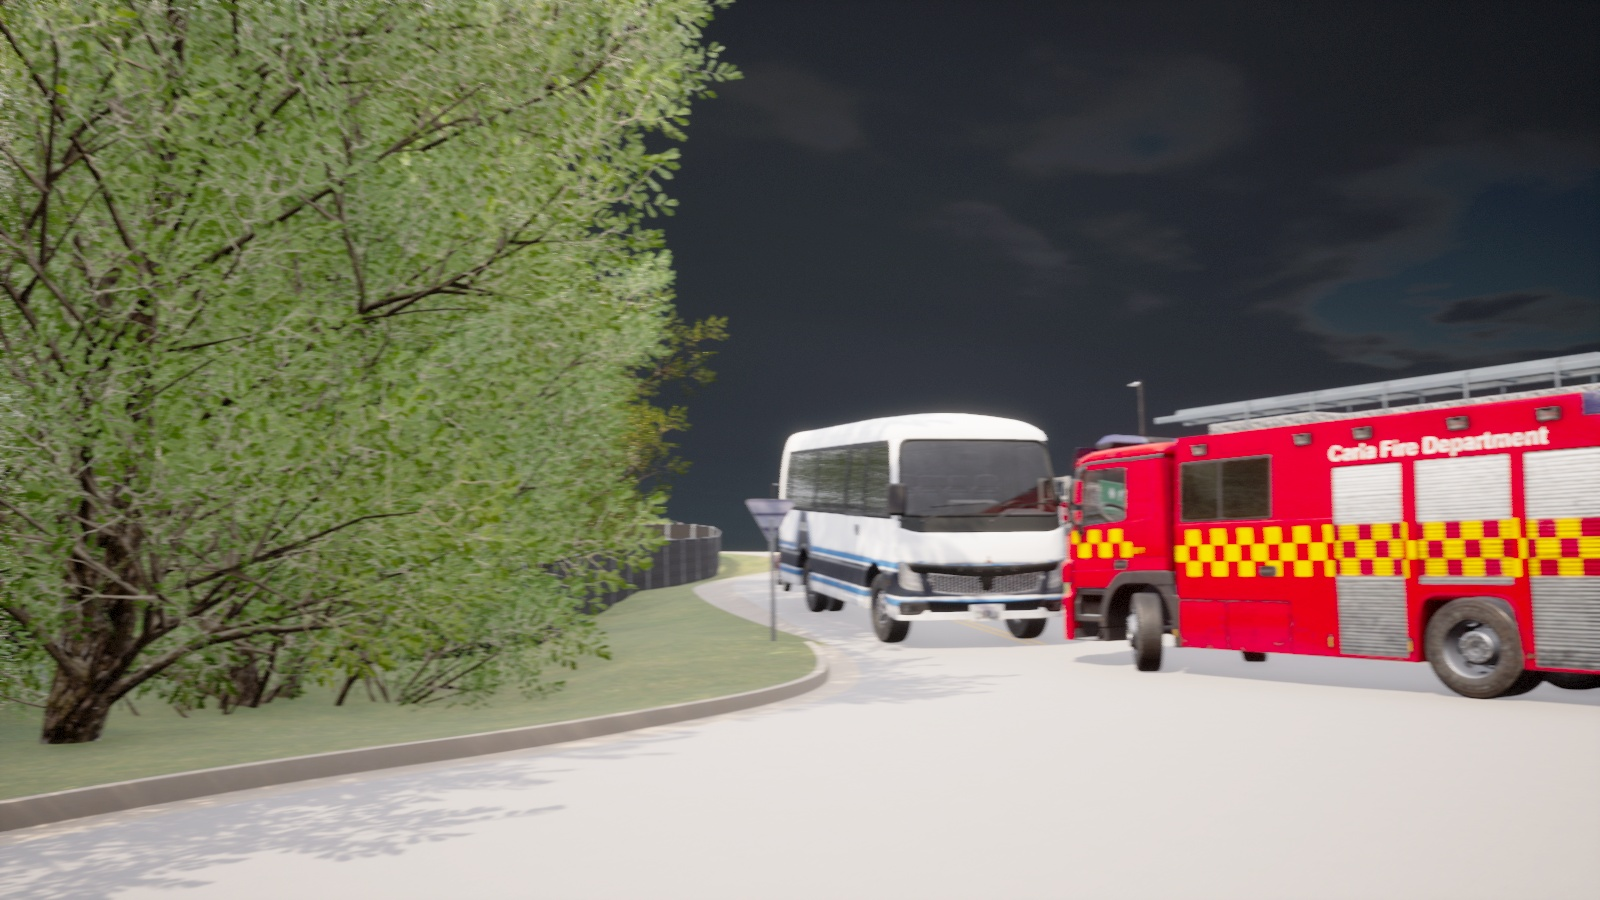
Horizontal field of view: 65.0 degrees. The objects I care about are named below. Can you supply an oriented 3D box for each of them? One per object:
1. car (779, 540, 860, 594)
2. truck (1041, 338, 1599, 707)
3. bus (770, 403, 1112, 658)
[{"bbox_3d":[0.481,3.295,35.954,1.895,1.301,4.718,-1,-3,-4],"label":"car"},{"bbox_3d":[7.386,1.143,17.342,2.891,3.827,8.468,2,-6,-31],"label":"truck"},{"bbox_3d":[2.332,1.481,26.379,3.944,4.253,10.273,0,-2,-13],"label":"bus"}]
